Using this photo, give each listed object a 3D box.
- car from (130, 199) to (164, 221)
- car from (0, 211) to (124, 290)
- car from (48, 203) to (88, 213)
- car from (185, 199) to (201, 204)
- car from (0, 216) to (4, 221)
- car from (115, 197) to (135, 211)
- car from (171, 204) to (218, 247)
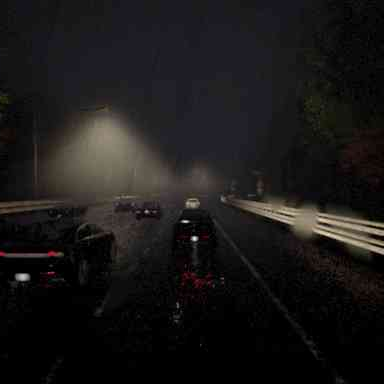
[{"bbox_3d":[-3.401,1.551,27.482,2.033,1.411,5.357,0,0,0],"label":"car"},{"bbox_3d":[-3.400,1.493,9.095,2.128,1.511,4.902,0,0,0],"label":"car"},{"bbox_3d":[-10.402,1.605,28.348,1.895,1.301,4.718,0,0,0],"label":"car"},{"bbox_3d":[0.101,1.532,40.539,1.812,1.442,4.674,0,0,0],"label":"car"},{"bbox_3d":[-6.901,1.352,10.409,2.097,1.767,4.553,0,0,0],"label":"car"},{"bbox_3d":[-6.904,1.357,36.211,2.097,1.767,4.553,0,0,0],"label":"car"},{"bbox_3d":[0.099,1.508,15.098,1.837,1.490,4.892,0,0,0],"label":"car"}]
